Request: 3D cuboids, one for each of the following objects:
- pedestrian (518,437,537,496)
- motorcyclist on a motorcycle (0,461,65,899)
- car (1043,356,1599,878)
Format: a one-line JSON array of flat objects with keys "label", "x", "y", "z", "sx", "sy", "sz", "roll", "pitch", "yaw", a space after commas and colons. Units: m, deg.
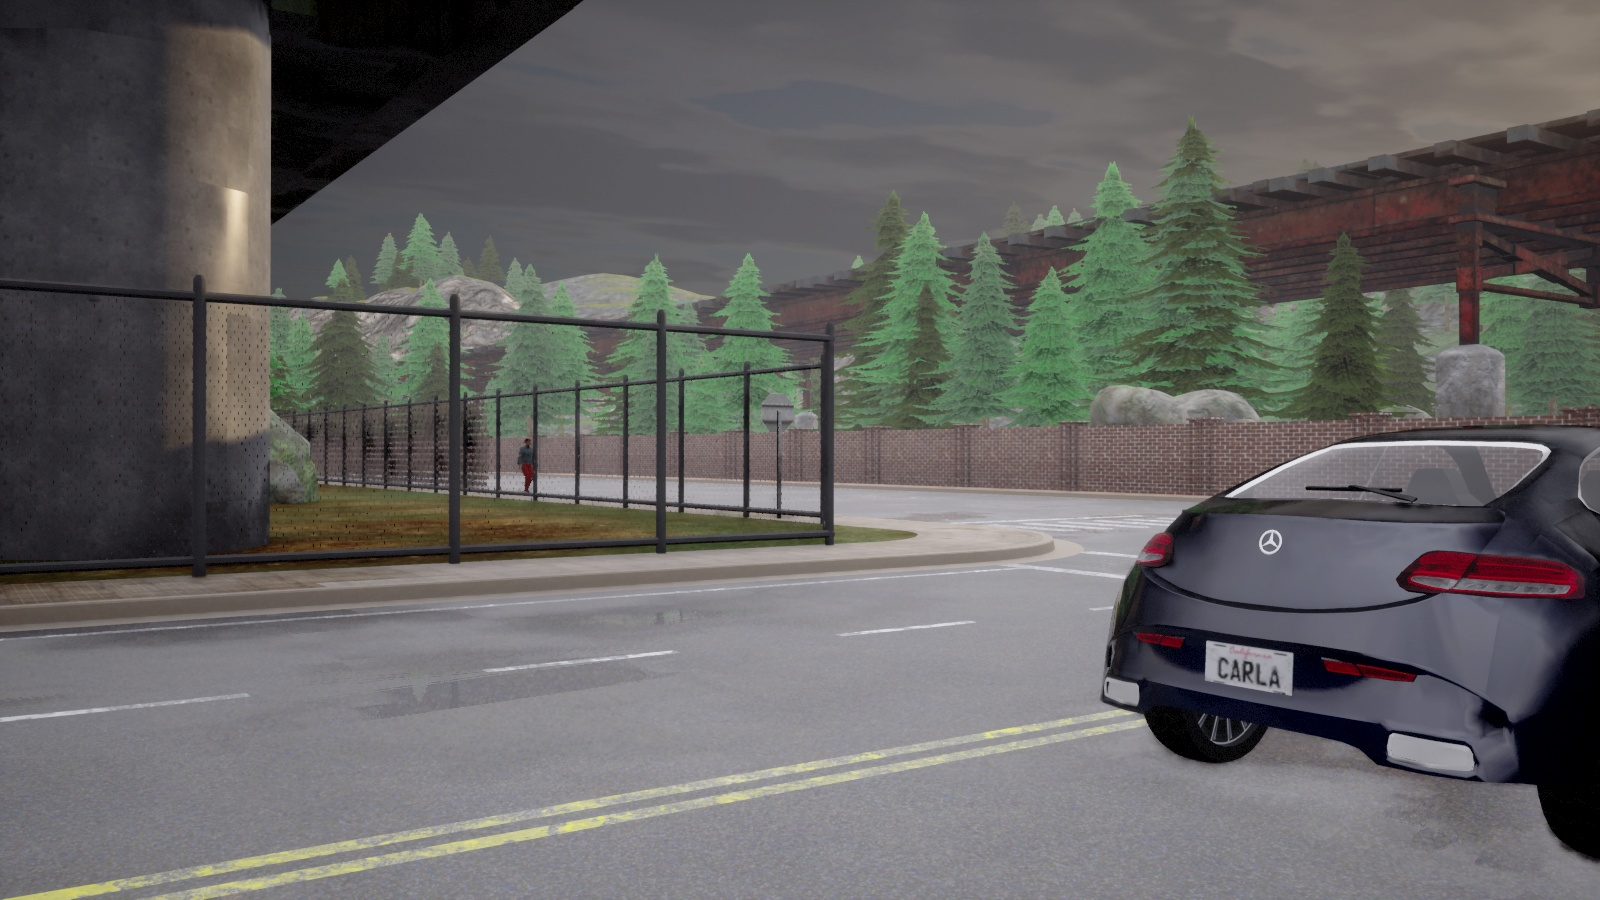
[{"label": "pedestrian", "x": -8.531, "y": 0.518, "z": 39.275, "sx": 0.353, "sy": 1.847, "sz": 0.614, "roll": 0, "pitch": 0, "yaw": -36}, {"label": "motorcyclist on a motorcycle", "x": -2.448, "y": 0.790, "z": 1.955, "sx": 2.191, "sy": 1.530, "sz": 0.866, "roll": 0, "pitch": 0, "yaw": -35}, {"label": "car", "x": 3.789, "y": 0.531, "z": 6.297, "sx": 5.027, "sy": 1.651, "sz": 2.152, "roll": 0, "pitch": 0, "yaw": -35}]
